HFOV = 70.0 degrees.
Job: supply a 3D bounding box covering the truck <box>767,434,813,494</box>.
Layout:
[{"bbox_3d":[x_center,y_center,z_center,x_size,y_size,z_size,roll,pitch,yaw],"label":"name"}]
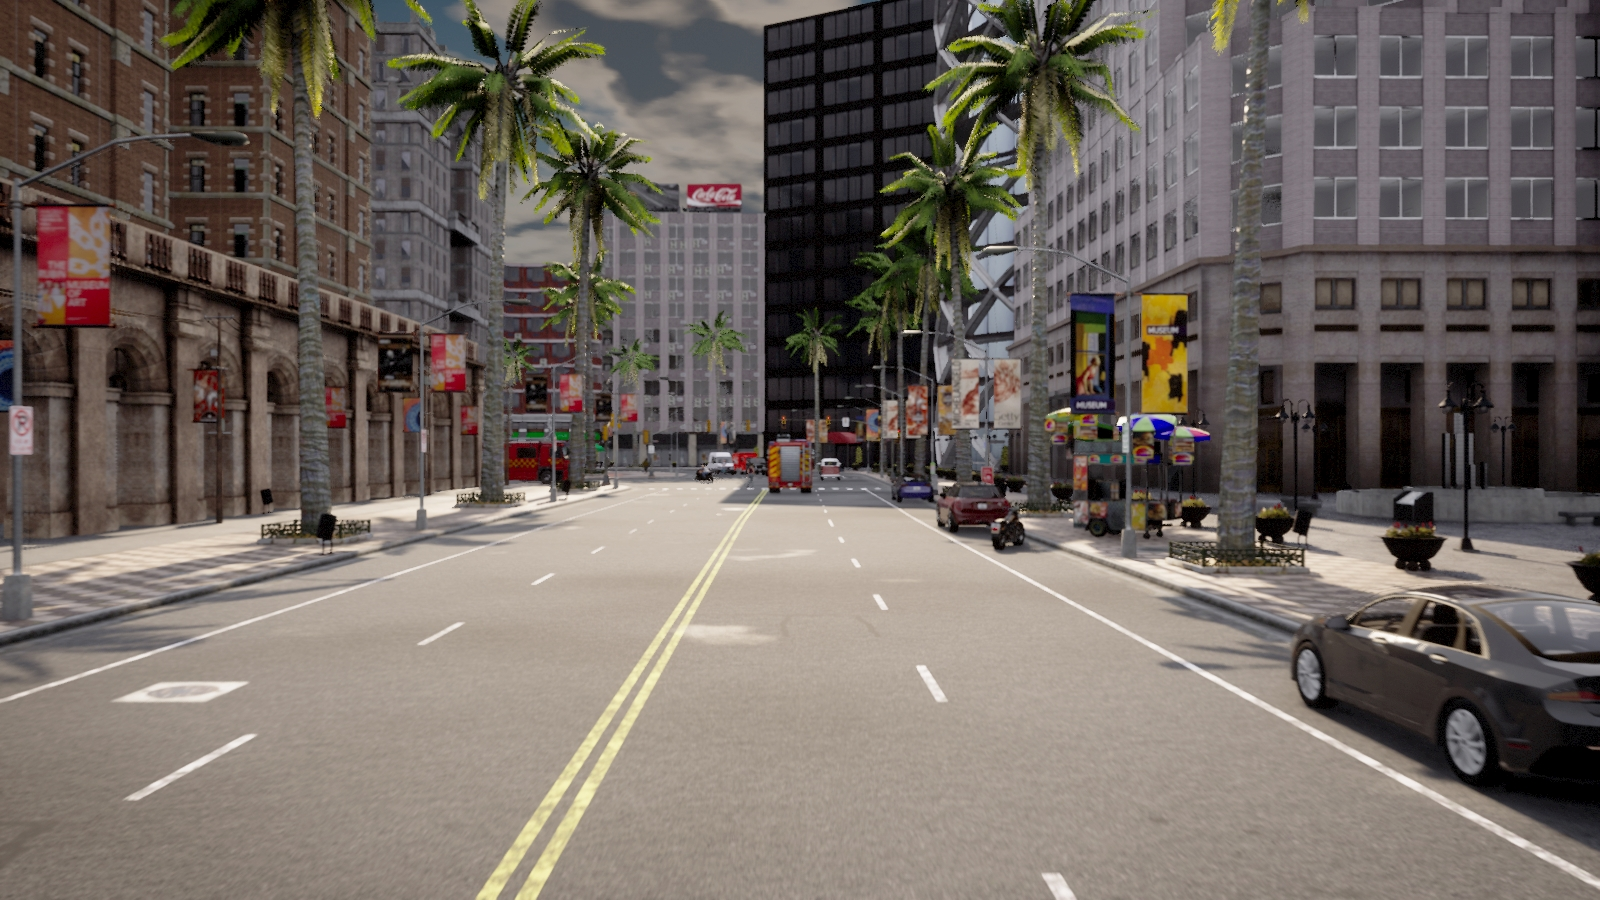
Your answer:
[{"bbox_3d":[-0.636,0.890,76.995,2.891,3.827,8.468,0,0,0],"label":"truck"}]
